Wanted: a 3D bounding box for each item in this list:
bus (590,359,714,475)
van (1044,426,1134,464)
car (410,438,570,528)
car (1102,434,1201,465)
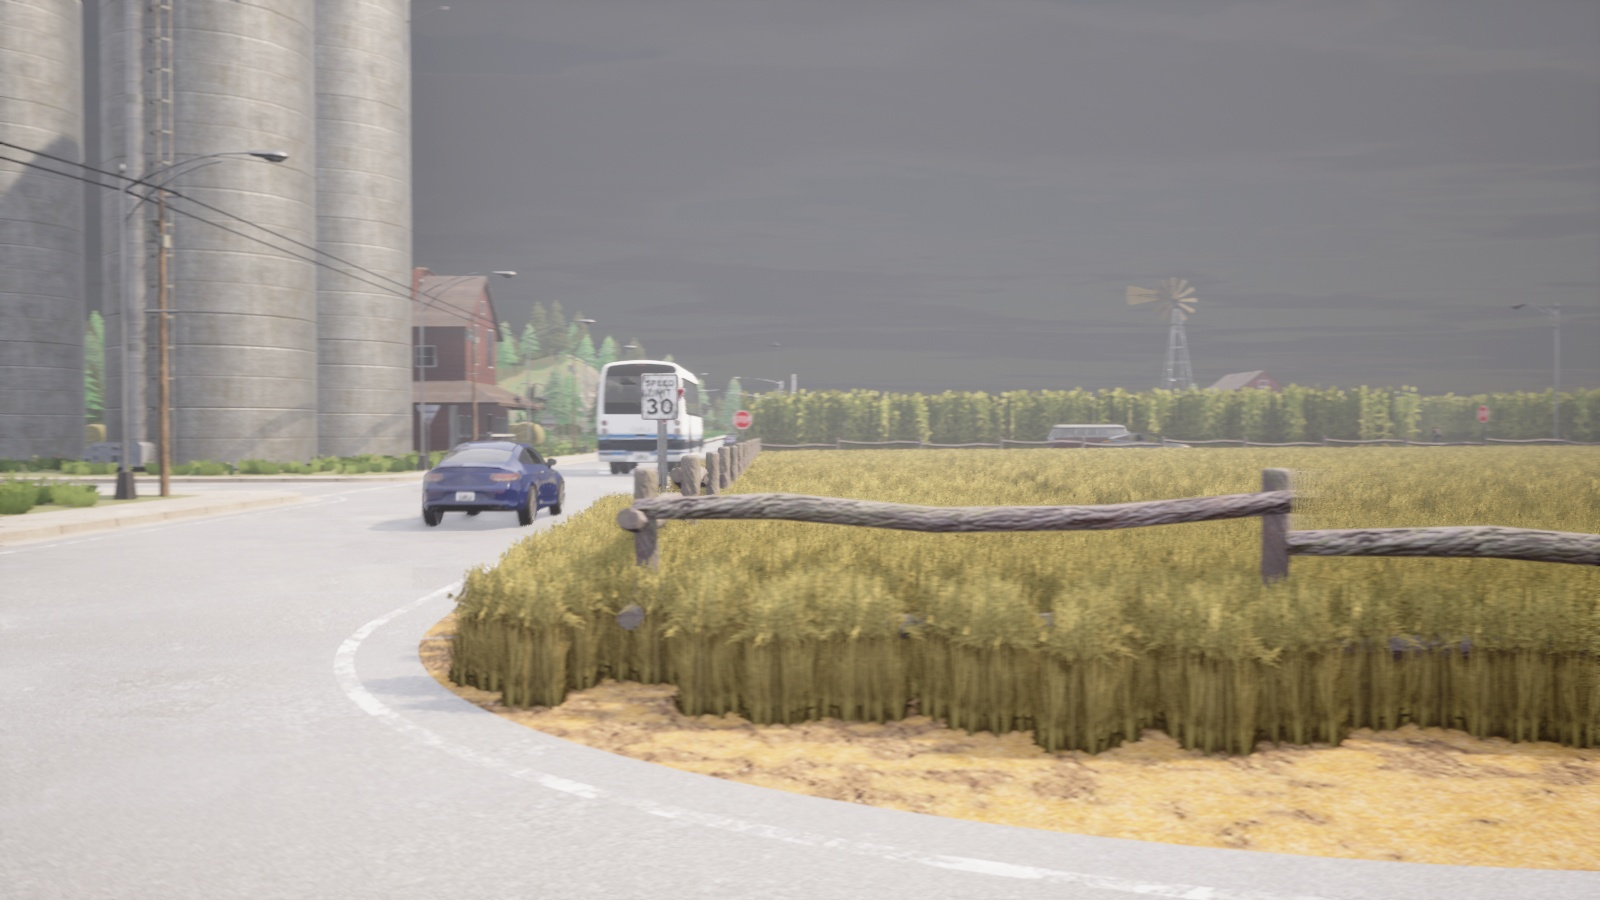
[{"bbox_3d":[-5.783,-1.275,51.292,3.944,4.253,10.273,0,1,-1],"label":"bus"},{"bbox_3d":[15.476,-0.277,67.370,4.442,1.987,1.775,0,1,0],"label":"van"},{"bbox_3d":[-5.479,0.517,22.828,1.812,1.442,4.674,0,1,-1],"label":"car"},{"bbox_3d":[17.949,-0.036,64.294,4.514,1.525,2.007,0,1,0],"label":"car"}]
